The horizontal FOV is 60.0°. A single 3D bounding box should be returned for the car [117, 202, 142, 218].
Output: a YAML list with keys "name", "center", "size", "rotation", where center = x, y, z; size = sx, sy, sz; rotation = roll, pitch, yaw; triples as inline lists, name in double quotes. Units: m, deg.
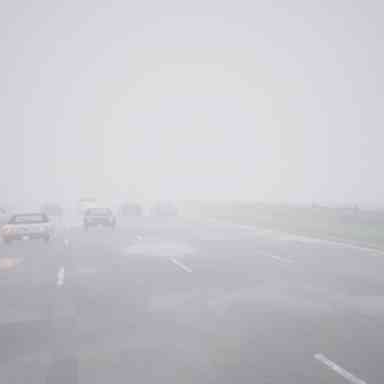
- name: "car"
  center: [-6.066, 1.658, 32.035]
  size: [1.882, 1.535, 5.008]
  rotation: [0, 0, -20]

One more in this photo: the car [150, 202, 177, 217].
- name: "car"
  center: [-2.911, 1.732, 33.614]
  size: [1.994, 1.385, 4.181]
  rotation: [0, 0, -20]

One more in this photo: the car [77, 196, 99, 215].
- name: "car"
  center: [-11.492, 1.460, 36.850]
  size: [2.150, 2.045, 5.566]
  rotation: [0, 0, -20]

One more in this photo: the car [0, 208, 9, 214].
- name: "car"
  center: [-14.699, 1.804, 24.973]
  size: [1.895, 1.301, 4.718]
  rotation: [0, 0, -20]

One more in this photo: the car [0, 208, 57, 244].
- name: "car"
  center: [-8.028, 1.725, 16.662]
  size: [1.895, 1.301, 4.718]
  rotation: [0, 0, -20]

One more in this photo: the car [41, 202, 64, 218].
- name: "car"
  center: [-13.612, 1.707, 32.368]
  size: [1.882, 1.535, 5.008]
  rotation: [0, 0, -20]

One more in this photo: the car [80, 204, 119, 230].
- name: "car"
  center: [-6.295, 1.739, 22.232]
  size: [1.895, 1.301, 4.718]
  rotation: [0, 0, -20]
